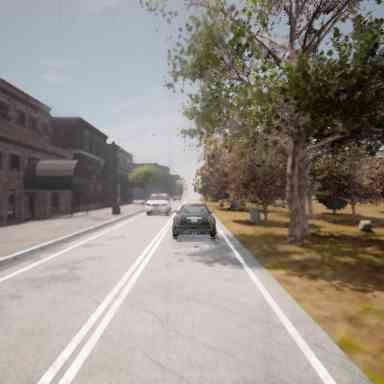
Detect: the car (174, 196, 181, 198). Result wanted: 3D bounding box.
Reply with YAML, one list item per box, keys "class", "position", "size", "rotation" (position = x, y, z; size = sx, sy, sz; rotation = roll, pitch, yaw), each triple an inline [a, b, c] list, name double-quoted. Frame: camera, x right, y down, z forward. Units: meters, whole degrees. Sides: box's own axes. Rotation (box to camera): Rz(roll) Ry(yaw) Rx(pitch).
- class: "car"
  position: [-3.237, 1.518, 75.113]
  size: [2.033, 1.411, 5.357]
  rotation: [0, 0, 0]

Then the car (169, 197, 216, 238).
- class: "car"
  position: [0.105, 1.351, 17.622]
  size: [2.097, 1.767, 4.553]
  rotation: [0, 0, 0]

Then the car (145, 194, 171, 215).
- class: "car"
  position: [-3.342, 1.212, 33.726]
  size: [2.150, 2.045, 5.566]
  rotation: [0, 0, 0]
